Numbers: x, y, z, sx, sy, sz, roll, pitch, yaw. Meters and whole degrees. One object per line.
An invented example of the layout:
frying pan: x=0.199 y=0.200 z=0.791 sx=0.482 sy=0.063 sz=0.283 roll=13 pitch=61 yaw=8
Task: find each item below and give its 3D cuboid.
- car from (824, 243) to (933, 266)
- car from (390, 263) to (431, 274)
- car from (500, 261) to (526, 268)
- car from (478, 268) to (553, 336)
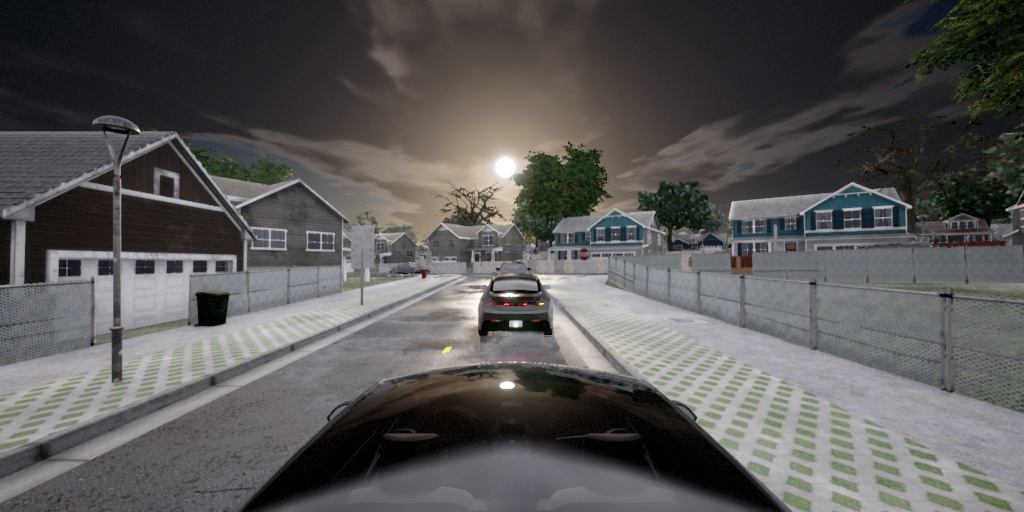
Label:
car: x=22.684 y=0.269 z=22.553 sx=5.566 sy=2.045 sz=2.150 roll=-2 pitch=-2 yaw=37
car: x=-12.149 y=1.595 z=42.776 sx=5.357 sy=1.411 sz=2.033 roll=-2 pitch=-2 yaw=32
car: x=0.075 y=1.107 z=21.724 sx=2.097 sy=1.767 sz=4.553 roll=0 pitch=0 yaw=0
car: x=0.088 y=1.257 z=10.368 sx=1.837 sy=1.490 sz=4.892 roll=0 pitch=0 yaw=0
